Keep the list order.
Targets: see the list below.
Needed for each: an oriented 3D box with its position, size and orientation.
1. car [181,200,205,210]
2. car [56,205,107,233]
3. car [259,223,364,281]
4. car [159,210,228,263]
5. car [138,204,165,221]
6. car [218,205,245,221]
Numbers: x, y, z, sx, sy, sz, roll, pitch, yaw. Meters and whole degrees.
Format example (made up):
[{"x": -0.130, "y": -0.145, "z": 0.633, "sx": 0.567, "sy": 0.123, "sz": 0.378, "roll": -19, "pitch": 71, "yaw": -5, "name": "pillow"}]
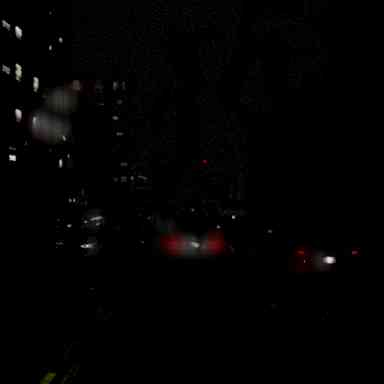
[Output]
[{"x": 0.088, "y": 1.509, "z": 29.390, "sx": 2.097, "sy": 1.767, "sz": 4.553, "roll": 0, "pitch": 0, "yaw": 0, "name": "car"}, {"x": -6.597, "y": 1.614, "z": 20.328, "sx": 1.837, "sy": 1.490, "sz": 4.892, "roll": 0, "pitch": -1, "yaw": 0, "name": "car"}, {"x": 3.324, "y": 1.617, "z": 10.029, "sx": 1.994, "sy": 1.385, "sz": 4.181, "roll": 0, "pitch": 0, "yaw": 0, "name": "car"}, {"x": 0.086, "y": 1.612, "z": 12.202, "sx": 2.033, "sy": 1.411, "sz": 5.357, "roll": 0, "pitch": 0, "yaw": 0, "name": "car"}, {"x": -3.333, "y": 1.702, "z": 28.671, "sx": 2.033, "sy": 1.411, "sz": 5.357, "roll": 0, "pitch": 0, "yaw": 0, "name": "car"}, {"x": 3.339, "y": 1.756, "z": 28.980, "sx": 1.895, "sy": 1.301, "sz": 4.718, "roll": 0, "pitch": 0, "yaw": 0, "name": "car"}]
